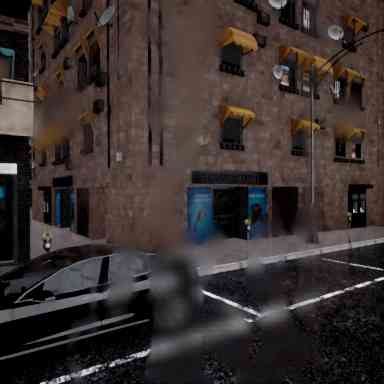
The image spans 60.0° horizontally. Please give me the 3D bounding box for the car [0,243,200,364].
[{"bbox_3d":[-1.852,1.566,5.244,4.313,1.339,1.947,0,0,-36],"label":"car"}]
